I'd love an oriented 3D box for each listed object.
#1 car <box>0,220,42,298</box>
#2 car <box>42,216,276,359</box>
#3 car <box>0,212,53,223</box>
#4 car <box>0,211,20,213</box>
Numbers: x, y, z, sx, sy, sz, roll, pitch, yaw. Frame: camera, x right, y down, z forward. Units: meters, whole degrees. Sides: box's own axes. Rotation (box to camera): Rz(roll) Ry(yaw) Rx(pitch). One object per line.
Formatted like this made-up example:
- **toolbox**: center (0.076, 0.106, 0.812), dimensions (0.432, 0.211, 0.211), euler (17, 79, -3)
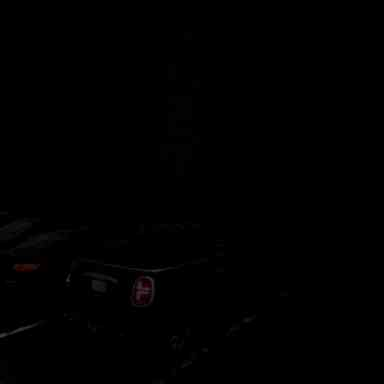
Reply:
- **car**: center (-2.304, 1.477, 8.018), dimensions (2.002, 1.452, 4.674), euler (1, 0, 36)
- **car**: center (-0.072, 1.335, 6.389), dimensions (2.185, 1.767, 4.553), euler (1, 0, 36)
- **car**: center (-4.542, 1.453, 9.622), dimensions (2.002, 1.452, 4.674), euler (1, 0, 36)
- **car**: center (-6.805, 1.415, 11.198), dimensions (2.163, 1.488, 4.792), euler (1, 1, 36)
